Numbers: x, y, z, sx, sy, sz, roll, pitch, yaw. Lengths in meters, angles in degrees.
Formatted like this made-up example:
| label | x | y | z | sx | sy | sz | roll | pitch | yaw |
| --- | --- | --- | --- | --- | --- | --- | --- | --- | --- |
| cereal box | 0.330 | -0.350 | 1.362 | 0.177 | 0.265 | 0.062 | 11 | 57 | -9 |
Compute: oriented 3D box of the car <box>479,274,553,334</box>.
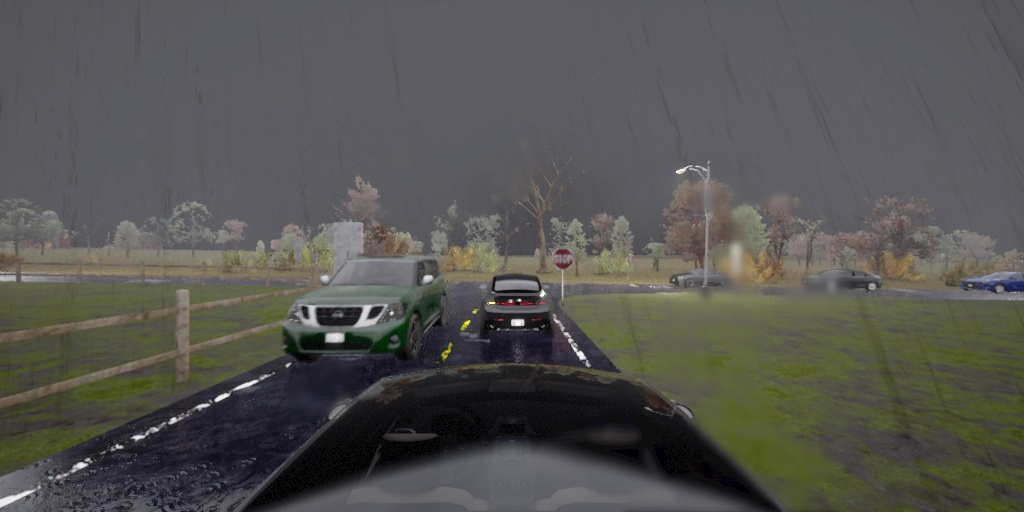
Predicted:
| label | x | y | z | sx | sy | sz | roll | pitch | yaw |
| --- | --- | --- | --- | --- | --- | --- | --- | --- | --- |
| car | 0.083 | 1.268 | 10.626 | 1.837 | 1.490 | 4.892 | 0 | 0 | -1 |

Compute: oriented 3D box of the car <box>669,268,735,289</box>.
| label | x | y | z | sx | sy | sz | roll | pitch | yaw |
| --- | --- | --- | --- | --- | --- | --- | --- | --- | --- |
| car | 13.719 | 1.598 | 25.993 | 4.181 | 1.385 | 1.994 | 1 | 1 | 0 |

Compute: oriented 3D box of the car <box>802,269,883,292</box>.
| label | x | y | z | sx | sy | sz | roll | pitch | yaw |
| --- | --- | --- | --- | --- | --- | --- | --- | --- | --- |
| car | 23.800 | 1.719 | 25.947 | 4.892 | 1.490 | 1.837 | 1 | 1 | 0 |

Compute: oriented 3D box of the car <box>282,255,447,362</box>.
| label | x | y | z | sx | sy | sz | roll | pitch | yaw |
| --- | --- | --- | --- | --- | --- | --- | --- | --- | --- |
| car | -2.948 | 0.981 | 8.597 | 2.150 | 2.045 | 5.566 | 0 | 0 | -1 |

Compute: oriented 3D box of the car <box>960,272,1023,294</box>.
| label | x | y | z | sx | sy | sz | roll | pitch | yaw |
| --- | --- | --- | --- | --- | --- | --- | --- | --- | --- |
| car | 35.620 | 1.899 | 25.883 | 5.008 | 1.535 | 1.882 | 1 | 1 | 0 |
